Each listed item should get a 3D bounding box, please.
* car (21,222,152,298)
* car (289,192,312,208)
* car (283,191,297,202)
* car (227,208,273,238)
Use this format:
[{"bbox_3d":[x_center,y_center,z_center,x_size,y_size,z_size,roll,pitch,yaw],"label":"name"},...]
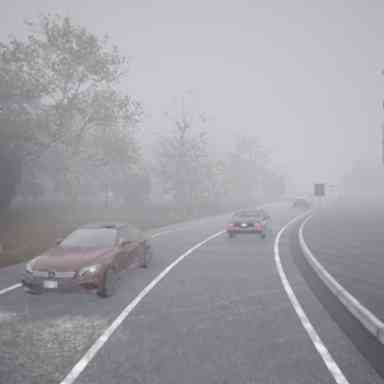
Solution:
[{"bbox_3d":[-2.396,1.565,8.825,1.812,1.442,4.674,-1,0,9],"label":"car"},{"bbox_3d":[13.503,1.102,40.711,1.812,1.442,4.674,-2,1,26],"label":"car"},{"bbox_3d":[16.091,0.689,53.450,2.097,1.767,4.553,-2,1,27],"label":"car"},{"bbox_3d":[3.205,1.575,17.808,2.033,1.411,5.357,-1,0,19],"label":"car"}]
